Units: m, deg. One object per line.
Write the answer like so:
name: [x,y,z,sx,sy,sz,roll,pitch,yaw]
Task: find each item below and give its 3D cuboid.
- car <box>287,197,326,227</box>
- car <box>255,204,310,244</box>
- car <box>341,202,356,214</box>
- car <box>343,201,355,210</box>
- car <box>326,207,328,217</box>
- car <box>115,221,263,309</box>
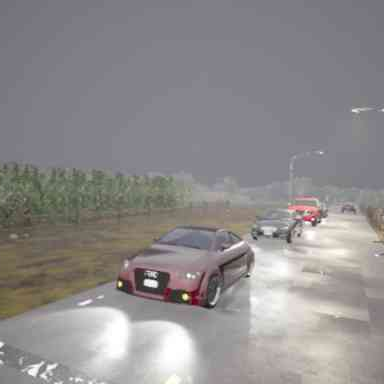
car: [8.808,1.472,25.977,2.150,2.045,5.566,2,0,27]
car: [4.436,1.598,16.918,2.128,1.511,4.902,2,0,26]
car: [22.553,2.271,47.819,1.837,1.490,4.892,2,-1,26]
car: [32.481,2.764,68.719,2.128,1.511,4.902,2,0,26]
car: [13.317,1.908,35.291,1.837,1.490,4.892,2,0,26]
car: [0.107,1.531,7.943,1.994,1.385,4.181,2,0,26]
